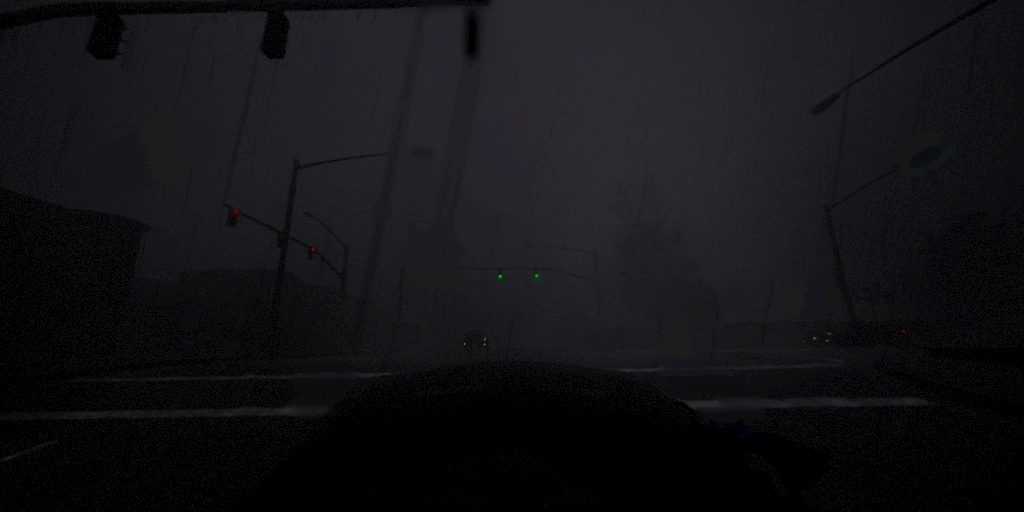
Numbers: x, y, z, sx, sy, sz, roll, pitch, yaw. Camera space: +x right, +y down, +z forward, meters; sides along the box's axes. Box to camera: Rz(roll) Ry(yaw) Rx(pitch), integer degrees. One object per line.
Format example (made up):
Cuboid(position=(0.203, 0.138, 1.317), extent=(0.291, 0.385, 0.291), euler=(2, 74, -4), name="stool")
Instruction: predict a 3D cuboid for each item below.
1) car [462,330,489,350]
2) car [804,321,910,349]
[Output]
Cuboid(position=(-3.138, 7.385, 31.856), extent=(2.097, 1.767, 4.553), euler=(-1, -14, -1), name="car")
Cuboid(position=(17.657, 4.079, 18.547), extent=(4.181, 1.385, 1.994), euler=(-1, -14, 0), name="car")
